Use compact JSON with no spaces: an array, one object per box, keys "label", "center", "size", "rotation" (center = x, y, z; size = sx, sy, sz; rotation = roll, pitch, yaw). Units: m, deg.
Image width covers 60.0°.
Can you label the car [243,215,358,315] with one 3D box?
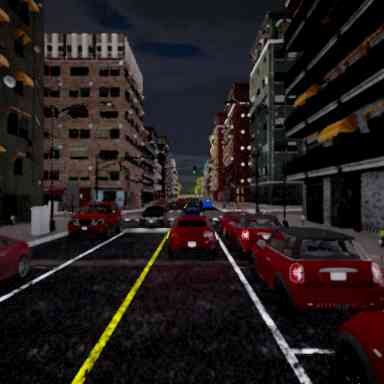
[{"label":"car","center":[2.562,1.523,7.765],"size":[1.967,1.590,4.097],"rotation":[0,-1,0]}]

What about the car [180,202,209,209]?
[{"label":"car","center":[0.162,1.858,28.278],"size":[1.994,1.385,4.181],"rotation":[0,-1,4]}]

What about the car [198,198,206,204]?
[{"label":"car","center":[2.544,2.384,85.165],"size":[1.752,1.417,4.829],"rotation":[0,-1,0]}]

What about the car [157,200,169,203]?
[{"label":"car","center":[-5.297,2.166,57.153],"size":[1.802,1.307,4.206],"rotation":[0,-1,0]}]

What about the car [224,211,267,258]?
[{"label":"car","center":[2.561,1.581,13.359],"size":[1.967,1.590,4.097],"rotation":[0,-1,0]}]

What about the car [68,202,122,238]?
[{"label":"car","center":[-5.321,1.513,18.953],"size":[2.192,1.841,5.009],"rotation":[0,-1,0]}]

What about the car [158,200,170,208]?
[{"label":"car","center":[-5.299,2.184,62.741],"size":[1.887,1.381,4.507],"rotation":[0,-1,0]}]

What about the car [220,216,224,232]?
[{"label":"car","center":[2.560,1.743,18.953],"size":[1.887,1.381,4.507],"rotation":[0,-1,0]}]

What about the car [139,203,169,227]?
[{"label":"car","center":[-2.780,1.787,25.150],"size":[1.812,1.442,4.674],"rotation":[0,-1,1]}]

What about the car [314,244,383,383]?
[{"label":"car","center":[2.564,1.465,2.171],"size":[1.967,1.590,4.097],"rotation":[0,-1,0]}]

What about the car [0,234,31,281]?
[{"label":"car","center":[-5.318,1.664,7.762],"size":[1.802,1.307,4.206],"rotation":[0,-1,0]}]

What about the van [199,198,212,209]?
[{"label":"van","center":[2.550,1.924,56.995],"size":[1.690,1.788,3.998],"rotation":[0,-1,0]}]

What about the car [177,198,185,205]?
[{"label":"car","center":[-2.771,2.312,82.897],"size":[1.882,1.535,5.008],"rotation":[0,-1,0]}]

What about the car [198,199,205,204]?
[{"label":"car","center":[2.542,2.492,90.594],"size":[1.802,1.307,4.206],"rotation":[0,-1,0]}]

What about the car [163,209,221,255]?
[{"label":"car","center":[0.024,1.671,13.891],"size":[1.812,1.442,4.674],"rotation":[0,0,1]}]
